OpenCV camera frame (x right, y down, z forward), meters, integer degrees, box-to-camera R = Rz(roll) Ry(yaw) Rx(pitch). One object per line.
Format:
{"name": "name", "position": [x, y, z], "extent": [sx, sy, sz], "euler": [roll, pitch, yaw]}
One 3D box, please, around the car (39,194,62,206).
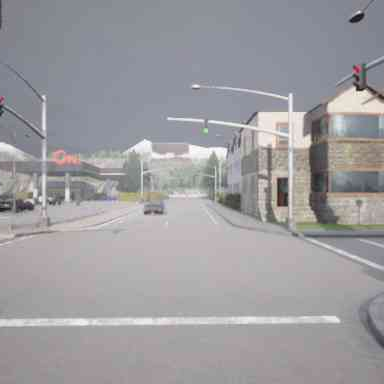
{"name": "car", "position": [-22.703, 1.214, 54.102], "extent": [1.905, 1.878, 3.866], "euler": [0, 0, 0]}

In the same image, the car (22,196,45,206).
{"name": "car", "position": [-26.031, 1.498, 54.700], "extent": [1.970, 1.475, 3.806], "euler": [0, 0, 0]}

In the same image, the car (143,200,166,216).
{"name": "car", "position": [-3.548, 1.525, 32.576], "extent": [2.033, 1.411, 5.357], "euler": [0, 0, 0]}

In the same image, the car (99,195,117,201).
{"name": "car", "position": [-22.298, 1.584, 88.105], "extent": [4.611, 1.667, 2.242], "euler": [0, 0, 0]}

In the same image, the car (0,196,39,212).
{"name": "car", "position": [-18.975, 1.453, 36.239], "extent": [2.007, 1.523, 4.514], "euler": [0, 0, 0]}

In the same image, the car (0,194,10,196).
{"name": "car", "position": [-25.957, 1.243, 46.221], "extent": [1.932, 1.855, 4.605], "euler": [0, 0, 0]}
